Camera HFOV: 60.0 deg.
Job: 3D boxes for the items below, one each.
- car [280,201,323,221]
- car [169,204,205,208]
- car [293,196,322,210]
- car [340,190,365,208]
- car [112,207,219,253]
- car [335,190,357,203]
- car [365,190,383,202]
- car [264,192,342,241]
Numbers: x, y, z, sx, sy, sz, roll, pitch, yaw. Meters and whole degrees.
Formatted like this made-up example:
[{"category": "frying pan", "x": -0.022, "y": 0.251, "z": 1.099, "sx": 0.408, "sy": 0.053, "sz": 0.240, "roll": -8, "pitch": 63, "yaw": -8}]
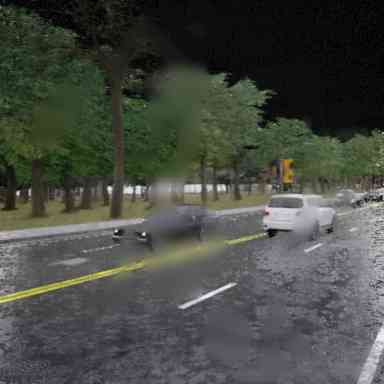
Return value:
[{"category": "car", "x": 8.931, "y": 1.433, "z": 26.884, "sx": 1.895, "sy": 1.301, "sz": 4.718, "roll": 0, "pitch": 1, "yaw": 37}, {"category": "car", "x": -0.468, "y": 1.445, "z": 19.731, "sx": 2.033, "sy": 1.411, "sz": 5.357, "roll": 0, "pitch": 0, "yaw": 37}, {"category": "car", "x": 13.305, "y": 1.230, "z": 38.124, "sx": 1.812, "sy": 1.442, "sz": 4.674, "roll": 0, "pitch": 1, "yaw": 37}, {"category": "car", "x": 19.124, "y": 0.994, "z": 40.501, "sx": 2.097, "sy": 1.767, "sz": 4.553, "roll": 0, "pitch": 1, "yaw": 37}, {"category": "car", "x": -0.955, "y": 1.531, "z": 13.644, "sx": 1.895, "sy": 1.301, "sz": 4.718, "roll": 0, "pitch": 0, "yaw": 37}, {"category": "car", "x": 24.707, "y": 0.661, "z": 53.295, "sx": 2.150, "sy": 2.045, "sz": 5.566, "roll": 0, "pitch": 1, "yaw": 37}, {"category": "car", "x": 30.078, "y": 0.700, "z": 55.054, "sx": 2.150, "sy": 2.045, "sz": 5.566, "roll": 0, "pitch": 1, "yaw": 37}, {"category": "car", "x": 5.511, "y": 1.130, "z": 16.539, "sx": 2.150, "sy": 2.045, "sz": 5.566, "roll": 0, "pitch": 0, "yaw": 37}]
